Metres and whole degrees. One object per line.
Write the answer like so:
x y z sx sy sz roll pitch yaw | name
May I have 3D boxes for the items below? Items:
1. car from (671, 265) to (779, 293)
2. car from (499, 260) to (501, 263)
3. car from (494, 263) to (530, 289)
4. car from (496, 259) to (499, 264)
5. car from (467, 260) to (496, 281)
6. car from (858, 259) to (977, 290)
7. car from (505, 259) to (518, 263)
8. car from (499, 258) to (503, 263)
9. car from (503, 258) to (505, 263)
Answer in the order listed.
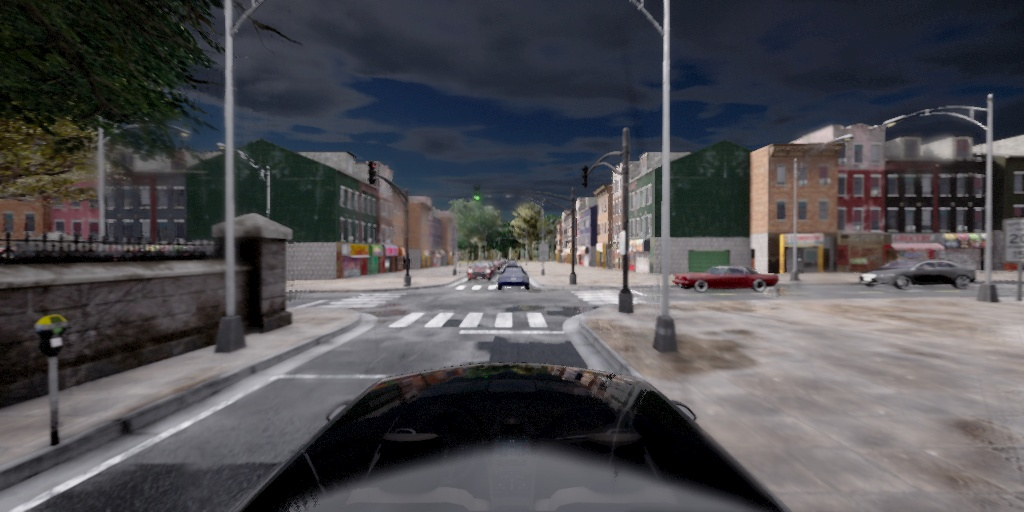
10.954 1.168 18.709 4.718 1.301 1.895 -1 1 0 | car
-2.638 1.354 41.308 1.948 1.339 4.313 0 0 0 | car
0.097 1.326 23.262 1.994 1.385 4.181 0 0 0 | car
-2.638 1.220 35.873 1.967 1.591 4.097 0 0 0 | car
-2.638 1.212 30.439 1.967 1.591 4.097 0 0 0 | car
20.992 0.924 18.707 4.902 1.511 2.128 -1 1 0 | car
0.007 1.373 60.534 2.033 1.411 5.357 0 0 0 | car
-2.638 1.354 52.177 1.888 1.381 4.507 0 0 0 | car
-2.638 1.370 57.611 2.007 1.370 4.403 0 0 0 | car
